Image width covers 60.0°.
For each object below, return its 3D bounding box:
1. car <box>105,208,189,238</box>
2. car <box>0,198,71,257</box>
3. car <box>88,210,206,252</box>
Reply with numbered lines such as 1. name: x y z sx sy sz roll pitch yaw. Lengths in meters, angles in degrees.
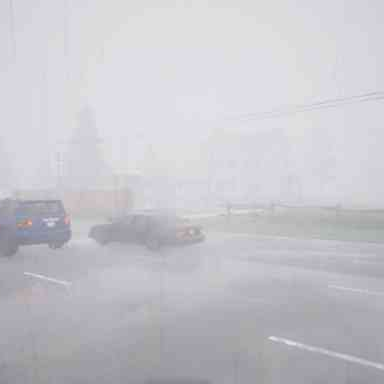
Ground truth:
1. car: -2.622 1.634 18.735 4.718 1.301 1.895 0 0 36
2. car: -7.191 1.255 13.403 5.566 2.045 2.150 0 0 36
3. car: -2.027 1.572 13.993 5.357 1.411 2.033 0 0 36
